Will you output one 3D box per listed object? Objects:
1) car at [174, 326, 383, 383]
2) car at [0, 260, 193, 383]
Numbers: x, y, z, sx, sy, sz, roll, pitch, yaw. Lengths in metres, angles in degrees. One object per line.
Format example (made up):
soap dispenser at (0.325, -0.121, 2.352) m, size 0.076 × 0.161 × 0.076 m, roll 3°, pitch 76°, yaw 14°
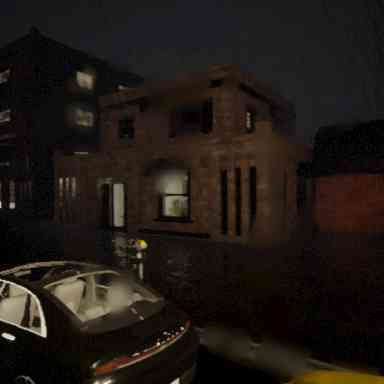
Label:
car at (2.391, 1.517, 1.171) m, size 4.829 × 1.417 × 1.752 m, roll 0°, pitch 0°, yaw 35°
car at (-1.980, 1.577, 4.288) m, size 4.403 × 1.369 × 2.008 m, roll 0°, pitch 0°, yaw 35°
